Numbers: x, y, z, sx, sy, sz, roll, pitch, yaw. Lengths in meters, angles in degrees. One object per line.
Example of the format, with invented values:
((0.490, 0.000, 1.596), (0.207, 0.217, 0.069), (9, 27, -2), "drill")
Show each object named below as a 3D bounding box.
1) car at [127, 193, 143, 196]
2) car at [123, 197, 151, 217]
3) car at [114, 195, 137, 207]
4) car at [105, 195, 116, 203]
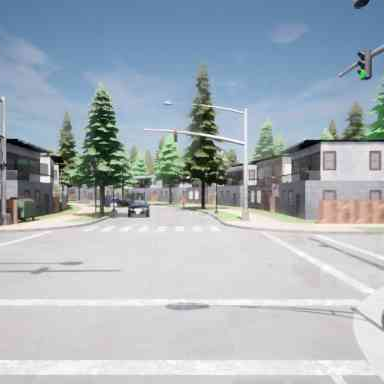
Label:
((-10.391, 1.187, 58.441), (2.150, 2.045, 5.566), (0, 0, -36), "car")
((-4.839, 1.457, 30.567), (2.128, 1.511, 4.902), (0, 0, -7), "car")
((-9.840, 1.566, 49.315), (1.895, 1.301, 4.718), (0, 0, -24), "car")
((-16.507, 1.318, 66.785), (2.097, 1.767, 4.553), (0, 0, -45), "car")
